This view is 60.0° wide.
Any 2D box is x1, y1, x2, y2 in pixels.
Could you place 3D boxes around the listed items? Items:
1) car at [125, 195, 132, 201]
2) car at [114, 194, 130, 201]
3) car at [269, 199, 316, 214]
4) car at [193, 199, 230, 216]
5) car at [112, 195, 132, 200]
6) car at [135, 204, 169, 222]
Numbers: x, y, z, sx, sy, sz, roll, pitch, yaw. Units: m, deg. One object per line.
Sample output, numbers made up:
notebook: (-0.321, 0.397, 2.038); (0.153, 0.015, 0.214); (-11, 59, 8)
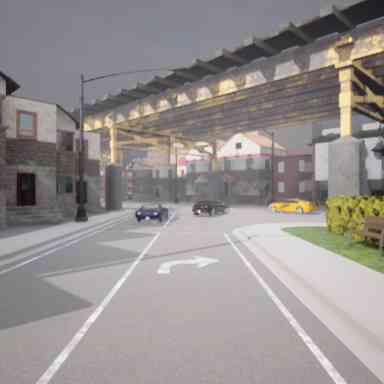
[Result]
car: (-16.926, 1.398, 80.105); (4.974, 1.542, 2.038); (0, 0, -15)
car: (-17.608, 1.395, 83.773); (2.038, 1.542, 4.974); (0, 0, 15)
car: (10.507, 1.453, 35.168); (1.882, 1.535, 5.008); (0, 0, -45)
car: (1.915, 1.484, 32.081); (1.837, 1.490, 4.892); (-3, -2, 31)
car: (-16.876, 1.240, 80.118); (4.536, 1.218, 1.853); (0, 0, -15)
car: (-3.019, 1.583, 26.124); (1.895, 1.301, 4.718); (0, 0, 4)
